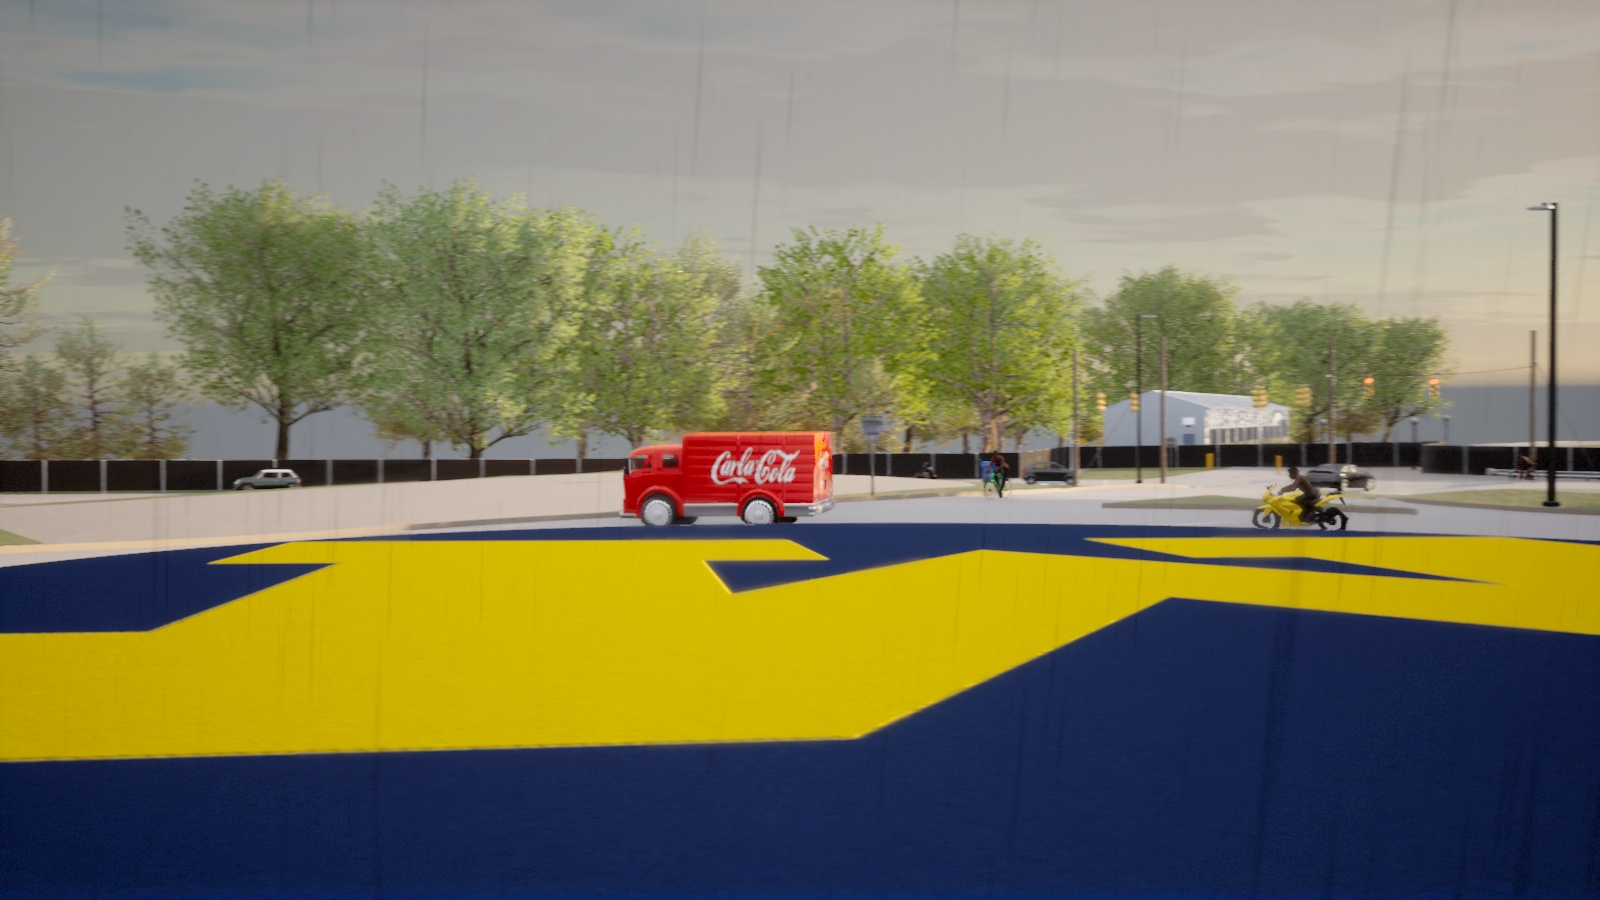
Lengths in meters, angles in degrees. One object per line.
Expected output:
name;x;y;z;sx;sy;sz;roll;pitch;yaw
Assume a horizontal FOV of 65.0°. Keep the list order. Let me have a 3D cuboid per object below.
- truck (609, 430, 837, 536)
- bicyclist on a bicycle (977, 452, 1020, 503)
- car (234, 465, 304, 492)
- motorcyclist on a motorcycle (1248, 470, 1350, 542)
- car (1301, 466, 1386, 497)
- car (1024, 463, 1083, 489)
truck;-1.883;0.780;31.912;5.204;2.467;2.627;0;2;14
bicyclist on a bicycle;6.536;0.900;41.285;0.582;1.620;1.656;1;1;41
car;-31.913;1.689;75.512;3.806;1.475;1.970;0;2;-23
motorcyclist on a motorcycle;11.241;1.241;28.319;2.044;1.523;0.797;1;1;28
car;28.614;1.664;66.069;4.902;1.511;2.128;1;0;-40
car;16.570;1.706;82.189;3.705;1.549;1.789;1;3;11
